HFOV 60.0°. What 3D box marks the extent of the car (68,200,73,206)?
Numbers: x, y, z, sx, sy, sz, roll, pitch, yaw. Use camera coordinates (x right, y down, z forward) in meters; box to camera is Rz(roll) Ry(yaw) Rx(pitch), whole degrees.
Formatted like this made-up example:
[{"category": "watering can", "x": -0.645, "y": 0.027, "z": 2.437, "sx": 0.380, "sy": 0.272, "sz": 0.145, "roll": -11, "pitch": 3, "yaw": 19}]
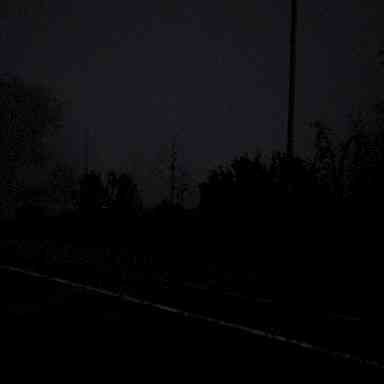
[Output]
[{"category": "car", "x": -16.672, "y": 1.530, "z": 50.926, "sx": 1.895, "sy": 1.301, "sz": 4.718, "roll": 2, "pitch": -2, "yaw": 20}]
